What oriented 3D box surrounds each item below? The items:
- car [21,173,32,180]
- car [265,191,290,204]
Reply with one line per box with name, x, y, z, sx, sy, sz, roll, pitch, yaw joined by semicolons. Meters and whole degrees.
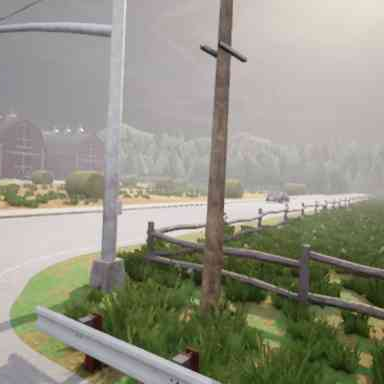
car;-39.340;-3.634;79.445;1.905;1.878;3.866;8;3;-13
car;10.883;0.658;42.091;2.128;1.511;4.902;4;2;33
